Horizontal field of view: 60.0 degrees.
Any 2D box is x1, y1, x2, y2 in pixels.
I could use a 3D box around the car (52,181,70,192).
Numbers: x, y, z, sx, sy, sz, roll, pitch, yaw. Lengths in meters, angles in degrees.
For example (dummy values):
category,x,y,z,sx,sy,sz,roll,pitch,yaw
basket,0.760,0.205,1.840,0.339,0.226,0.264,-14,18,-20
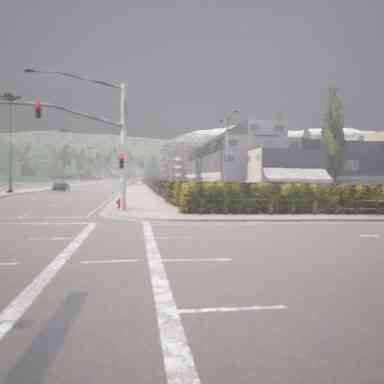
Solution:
category,x,y,z,sx,sy,sz,roll,pitch,yaw
car,-19.948,-0.877,50.918,2.128,1.511,4.902,1,2,-9
